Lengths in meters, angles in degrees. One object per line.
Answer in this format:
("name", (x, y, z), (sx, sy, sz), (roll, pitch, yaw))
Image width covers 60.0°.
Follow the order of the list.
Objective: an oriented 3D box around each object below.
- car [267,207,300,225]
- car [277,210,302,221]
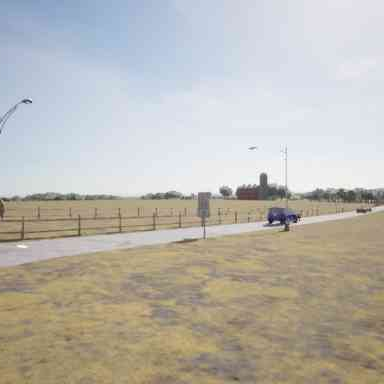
("car", (10.841, 2.806, 39.501), (2.150, 2.045, 5.566), (-2, -3, 35))
("car", (14.560, 3.505, 49.558), (2.128, 1.511, 4.902), (-2, -3, 35))
